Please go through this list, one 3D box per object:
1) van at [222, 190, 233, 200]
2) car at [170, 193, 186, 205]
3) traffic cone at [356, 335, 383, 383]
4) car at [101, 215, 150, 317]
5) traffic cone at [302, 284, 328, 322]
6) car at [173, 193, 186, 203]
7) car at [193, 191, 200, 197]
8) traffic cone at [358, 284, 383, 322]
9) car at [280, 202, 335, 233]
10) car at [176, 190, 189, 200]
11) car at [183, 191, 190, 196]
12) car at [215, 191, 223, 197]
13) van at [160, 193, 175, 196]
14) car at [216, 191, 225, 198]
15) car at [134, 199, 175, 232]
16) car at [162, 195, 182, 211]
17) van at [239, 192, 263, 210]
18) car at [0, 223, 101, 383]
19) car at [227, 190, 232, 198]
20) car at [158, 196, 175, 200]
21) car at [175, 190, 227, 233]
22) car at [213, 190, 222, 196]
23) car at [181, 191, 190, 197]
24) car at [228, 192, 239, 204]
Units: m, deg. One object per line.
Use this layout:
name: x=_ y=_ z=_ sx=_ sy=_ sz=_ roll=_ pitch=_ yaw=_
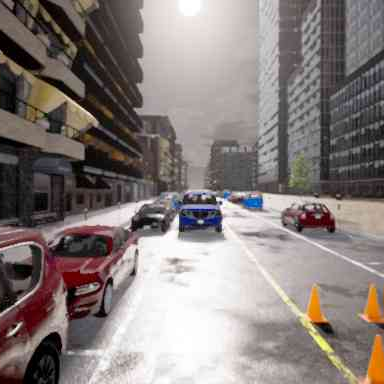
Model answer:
van: x=6.667 y=0.564 z=62.865 sx=1.690 sy=1.788 sz=3.998 roll=1 pitch=1 yaw=1
car: x=-1.880 y=0.941 z=46.242 sx=2.008 sy=1.369 sz=4.403 roll=1 pitch=1 yaw=1
traffic cone: x=2.105 y=1.916 z=3.766 sx=0.340 sy=0.580 sz=0.340 roll=0 pitch=1 yaw=1
car: x=-2.262 y=1.436 z=7.260 sx=1.887 sy=1.381 sz=4.507 roll=1 pitch=1 yaw=1
traffic cone: x=2.125 y=1.890 z=5.766 sx=0.340 sy=0.580 sz=0.340 roll=0 pitch=1 yaw=1
car: x=-1.827 y=0.846 z=51.642 sx=1.752 sy=1.417 sz=4.829 roll=1 pitch=1 yaw=1
car: x=1.197 y=0.414 z=86.960 sx=1.812 sy=1.442 sz=4.674 roll=0 pitch=1 yaw=1
traffic cone: x=3.125 y=1.895 z=5.756 sx=0.340 sy=0.580 sz=0.340 roll=0 pitch=1 yaw=1
car: x=6.229 y=1.233 z=18.314 sx=1.967 sy=1.590 sz=4.097 roll=1 pitch=1 yaw=1
car: x=-1.712 y=0.492 z=62.947 sx=2.192 sy=1.841 sz=5.009 roll=1 pitch=1 yaw=1
car: x=-1.445 y=0.408 z=90.796 sx=1.802 sy=1.307 sz=4.206 roll=1 pitch=1 yaw=1
car: x=6.880 y=0.487 z=85.143 sx=1.887 sy=1.381 sz=4.507 roll=1 pitch=1 yaw=1
van: x=-2.040 y=0.946 z=29.534 sx=1.690 sy=1.788 sz=3.998 roll=1 pitch=1 yaw=1
car: x=6.828 y=0.535 z=79.744 sx=1.752 sy=1.417 sz=4.829 roll=1 pitch=1 yaw=1
car: x=-2.153 y=1.313 z=18.398 sx=1.947 sy=1.339 sz=4.313 roll=1 pitch=1 yaw=1
car: x=-1.990 y=1.060 z=34.935 sx=1.752 sy=1.417 sz=4.829 roll=1 pitch=1 yaw=1
van: x=6.395 y=0.920 z=35.020 sx=1.690 sy=1.788 sz=3.998 roll=1 pitch=1 yaw=1
car: x=-2.312 y=1.279 z=1.688 sx=2.192 sy=1.841 sz=5.009 roll=1 pitch=1 yaw=1
car: x=6.556 y=0.888 z=51.898 sx=1.752 sy=1.417 sz=4.829 roll=1 pitch=1 yaw=1
car: x=-2.099 y=1.227 z=23.967 sx=2.008 sy=1.369 sz=4.403 roll=1 pitch=1 yaw=1
car: x=0.427 y=0.985 z=18.157 sx=2.150 sy=2.045 sz=5.566 roll=0 pitch=1 yaw=1
car: x=6.937 y=0.312 z=90.711 sx=1.967 sy=1.590 sz=4.097 roll=1 pitch=1 yaw=1
car: x=-1.554 y=0.511 z=79.657 sx=1.887 sy=1.381 sz=4.507 roll=1 pitch=1 yaw=1
car: x=6.499 y=1.018 z=46.160 sx=1.802 sy=1.307 sz=4.206 roll=1 pitch=1 yaw=1
